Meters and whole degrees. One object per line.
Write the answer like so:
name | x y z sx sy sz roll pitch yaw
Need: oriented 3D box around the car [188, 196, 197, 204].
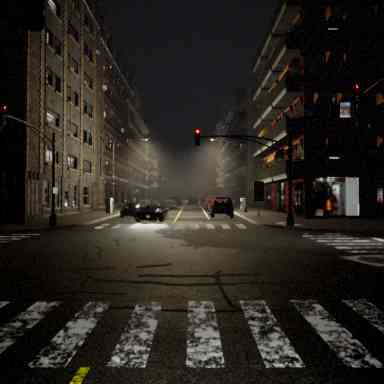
car | 0.173 1.601 70.329 1.882 1.535 5.008 0 0 0

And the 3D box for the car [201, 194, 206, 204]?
car | 2.644 1.336 41.269 2.192 1.841 5.009 1 0 0

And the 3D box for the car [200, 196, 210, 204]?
car | 2.679 1.557 69.067 1.967 1.590 4.097 1 0 0

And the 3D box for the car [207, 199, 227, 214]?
car | 2.633 1.540 35.873 1.752 1.417 4.829 1 0 0

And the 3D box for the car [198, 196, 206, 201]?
car | 2.709 1.814 91.318 1.947 1.339 4.313 1 0 0

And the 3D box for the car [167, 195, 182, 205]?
car | -2.736 1.536 56.142 1.882 1.535 5.008 0 0 0

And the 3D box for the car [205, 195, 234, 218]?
car | 2.629 1.326 30.144 2.192 1.841 5.009 1 0 0

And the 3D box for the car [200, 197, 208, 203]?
car | 2.685 1.729 74.626 1.802 1.307 4.206 1 0 0

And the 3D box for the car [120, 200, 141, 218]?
car | -5.255 1.577 30.109 1.947 1.339 4.313 1 0 0

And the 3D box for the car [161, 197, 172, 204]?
car | -5.203 1.667 69.042 2.008 1.369 4.403 1 0 0

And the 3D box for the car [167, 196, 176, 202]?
car | -5.179 1.764 85.733 2.008 1.369 4.403 1 0 0

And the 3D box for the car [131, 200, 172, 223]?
car | -2.999 1.574 25.560 1.994 1.385 4.181 0 0 4

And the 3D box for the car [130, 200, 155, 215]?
car | -5.247 1.581 35.671 1.947 1.339 4.313 1 0 0

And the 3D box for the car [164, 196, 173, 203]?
car | -5.195 1.671 74.434 1.752 1.417 4.829 1 0 0

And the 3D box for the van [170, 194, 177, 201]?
van | -5.168 1.589 91.298 1.690 1.788 3.998 1 0 0

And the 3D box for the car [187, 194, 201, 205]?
car | 0.192 1.550 59.889 1.882 1.535 5.008 0 0 0

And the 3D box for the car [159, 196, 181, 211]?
car | -2.783 1.569 42.088 2.033 1.411 5.357 0 0 0
